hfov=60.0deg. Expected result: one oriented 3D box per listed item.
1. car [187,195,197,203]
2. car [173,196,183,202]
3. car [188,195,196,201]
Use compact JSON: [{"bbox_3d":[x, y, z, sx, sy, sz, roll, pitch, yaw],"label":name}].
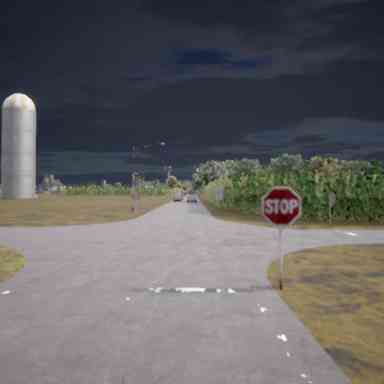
[{"bbox_3d":[-0.009,1.427,64.145,1.994,1.385,4.181,0,0,0],"label":"car"},{"bbox_3d":[-2.760,1.458,68.315,1.994,1.385,4.181,0,0,0],"label":"car"},{"bbox_3d":[-0.010,1.263,74.182,1.895,1.301,4.718,0,0,0],"label":"car"}]
